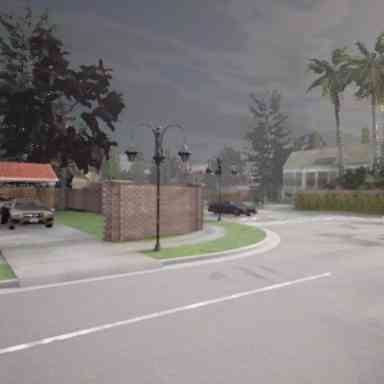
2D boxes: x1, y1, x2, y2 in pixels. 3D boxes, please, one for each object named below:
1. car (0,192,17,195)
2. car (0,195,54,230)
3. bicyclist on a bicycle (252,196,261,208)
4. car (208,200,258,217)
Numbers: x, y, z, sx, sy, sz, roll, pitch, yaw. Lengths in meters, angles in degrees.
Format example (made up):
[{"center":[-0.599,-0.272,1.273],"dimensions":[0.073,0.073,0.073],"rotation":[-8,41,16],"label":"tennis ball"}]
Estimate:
[{"center":[-13.901,0.939,25.224],"dimensions":[1.932,1.855,4.605],"rotation":[0,0,-35],"label":"car"},{"center":[-9.478,1.147,18.958],"dimensions":[2.152,1.636,5.027],"rotation":[0,0,-35],"label":"car"},{"center":[8.328,1.290,43.081],"dimensions":[1.656,1.620,0.582],"rotation":[0,0,-35],"label":"bicyclist on a bicycle"},{"center":[3.734,1.509,31.469],"dimensions":[2.033,1.411,5.357],"rotation":[0,0,-35],"label":"car"}]
